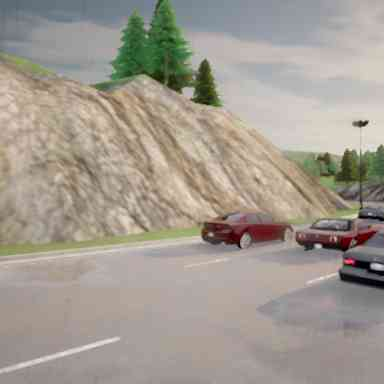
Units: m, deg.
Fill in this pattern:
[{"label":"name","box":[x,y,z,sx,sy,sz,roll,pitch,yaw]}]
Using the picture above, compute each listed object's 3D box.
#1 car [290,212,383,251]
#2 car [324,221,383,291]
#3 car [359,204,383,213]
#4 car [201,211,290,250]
[{"label":"car","box":[6.255,1.696,13.631,4.718,1.301,1.895,0,-1,-42]},{"label":"car","box":[5.740,1.604,8.497,5.357,1.411,2.033,0,-1,-41]},{"label":"car","box":[15.781,1.756,28.600,1.994,1.385,4.181,0,-1,40]},{"label":"car","box":[2.644,1.592,15.120,5.008,1.535,1.882,0,0,-41]}]
